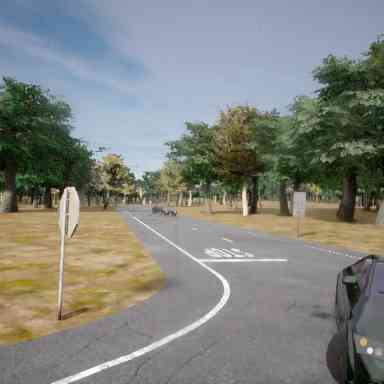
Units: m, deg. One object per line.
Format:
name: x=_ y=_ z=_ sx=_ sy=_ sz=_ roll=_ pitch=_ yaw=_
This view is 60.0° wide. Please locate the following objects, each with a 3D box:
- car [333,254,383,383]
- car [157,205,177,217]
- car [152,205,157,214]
car: x=3.120 y=1.643 z=4.642 sx=1.994 sy=1.385 sz=4.181 roll=1 pitch=-1 yaw=22
car: x=-3.465 y=2.850 z=48.046 sx=1.895 sy=1.301 sz=4.718 roll=3 pitch=-2 yaw=-13
car: x=-5.720 y=2.961 z=56.893 sx=1.882 sy=1.535 sz=5.008 roll=3 pitch=-2 yaw=-14
